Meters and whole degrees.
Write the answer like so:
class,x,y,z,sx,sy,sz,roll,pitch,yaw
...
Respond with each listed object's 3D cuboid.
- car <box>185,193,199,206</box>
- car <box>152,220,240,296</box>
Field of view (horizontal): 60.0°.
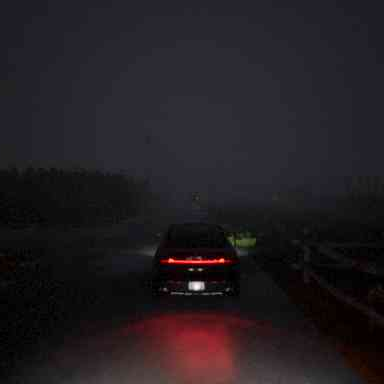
class,x,y,z,sx,sy,sz,roll,pitch,yaw
car,0.012,1.147,53.689,2.150,2.045,5.566,0,0,0
car,0.091,1.493,8.598,1.837,1.490,4.892,0,0,0
